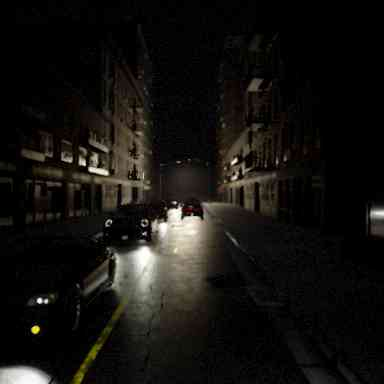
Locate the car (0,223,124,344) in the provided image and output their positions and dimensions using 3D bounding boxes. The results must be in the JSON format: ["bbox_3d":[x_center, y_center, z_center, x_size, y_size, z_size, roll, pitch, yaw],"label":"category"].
[{"bbox_3d":[-2.837,1.562,6.509,1.994,1.385,4.181,0,0,0],"label":"car"}]

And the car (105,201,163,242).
[{"bbox_3d":[-2.838,1.346,16.352,2.097,1.767,4.553,0,0,0],"label":"car"}]

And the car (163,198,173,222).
[{"bbox_3d":[-2.792,1.495,26.700,1.837,1.490,4.892,0,0,0],"label":"car"}]

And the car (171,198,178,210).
[{"bbox_3d":[-2.743,1.536,43.834,2.033,1.411,5.357,0,0,0],"label":"car"}]

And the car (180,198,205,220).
[{"bbox_3d":[0.028,1.496,28.049,1.837,1.490,4.892,0,0,0],"label":"car"}]
